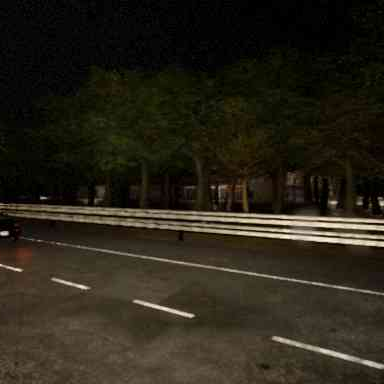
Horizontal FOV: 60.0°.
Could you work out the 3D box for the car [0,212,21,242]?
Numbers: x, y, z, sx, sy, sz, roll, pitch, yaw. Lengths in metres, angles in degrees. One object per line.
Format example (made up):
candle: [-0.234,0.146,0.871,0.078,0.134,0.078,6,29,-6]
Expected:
car: [-9.521,1.536,14.974,4.674,1.442,1.812,0,0,36]
